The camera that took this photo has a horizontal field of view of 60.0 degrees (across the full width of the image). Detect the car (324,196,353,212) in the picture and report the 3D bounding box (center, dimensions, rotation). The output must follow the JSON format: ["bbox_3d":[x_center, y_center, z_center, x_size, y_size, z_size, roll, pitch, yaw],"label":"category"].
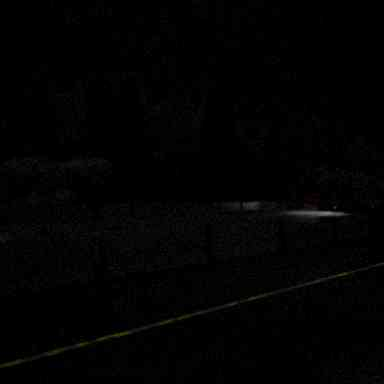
[{"bbox_3d":[17.781,1.498,38.134,4.902,1.511,2.128,1,0,-35],"label":"car"}]

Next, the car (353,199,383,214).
[{"bbox_3d":[19.457,1.481,35.032,5.008,1.535,1.882,1,0,-35],"label":"car"}]

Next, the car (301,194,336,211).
[{"bbox_3d":[15.804,1.229,41.021,5.566,2.045,2.150,1,0,-35],"label":"car"}]
